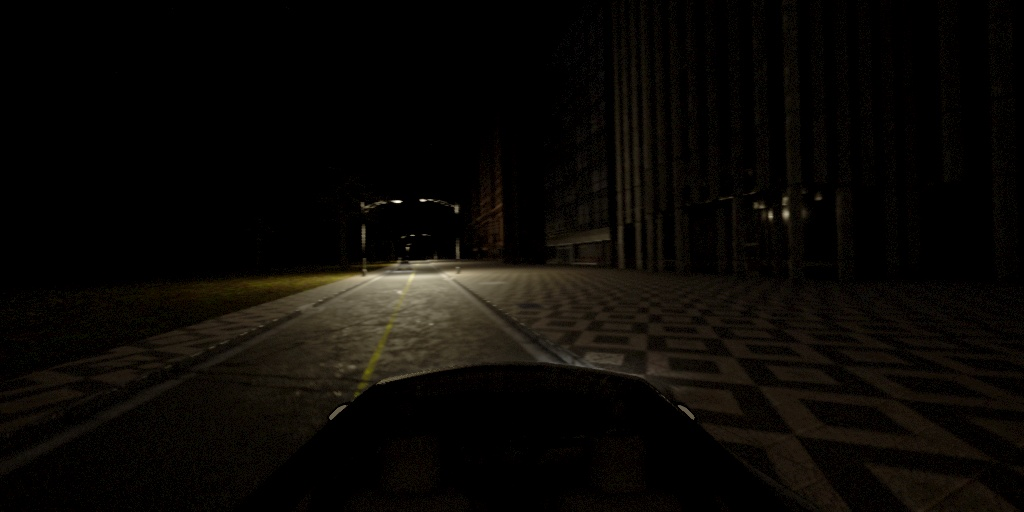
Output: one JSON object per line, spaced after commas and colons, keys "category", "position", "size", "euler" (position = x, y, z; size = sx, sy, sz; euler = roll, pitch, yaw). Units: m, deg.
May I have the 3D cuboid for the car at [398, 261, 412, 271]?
{"category": "car", "position": [-16.270, 1.459, 54.574], "size": [1.812, 1.442, 4.674], "euler": [-1, 0, -14]}
